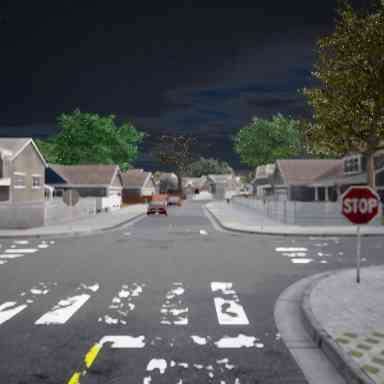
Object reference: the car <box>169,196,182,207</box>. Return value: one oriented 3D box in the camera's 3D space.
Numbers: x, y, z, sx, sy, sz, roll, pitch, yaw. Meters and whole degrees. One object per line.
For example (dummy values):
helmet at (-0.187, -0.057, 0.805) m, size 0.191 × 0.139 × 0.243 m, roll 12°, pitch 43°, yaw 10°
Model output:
car at (-2.575, 1.363, 48.263) m, size 1.882 × 1.535 × 5.008 m, roll 0°, pitch 0°, yaw 2°

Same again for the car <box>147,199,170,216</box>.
car at (-3.228, 1.526, 31.067) m, size 1.895 × 1.301 × 4.718 m, roll 0°, pitch 0°, yaw -5°
